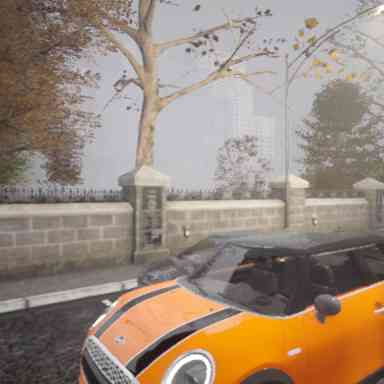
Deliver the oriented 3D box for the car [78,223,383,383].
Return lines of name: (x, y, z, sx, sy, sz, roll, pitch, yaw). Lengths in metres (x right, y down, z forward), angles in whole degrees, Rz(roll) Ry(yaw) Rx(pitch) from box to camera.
car: (1.037, 1.351, 4.120, 4.553, 1.767, 2.097, 0, 0, -35)

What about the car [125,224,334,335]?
car: (0.955, 1.564, 7.240, 4.313, 1.339, 1.947, 0, 0, -36)
